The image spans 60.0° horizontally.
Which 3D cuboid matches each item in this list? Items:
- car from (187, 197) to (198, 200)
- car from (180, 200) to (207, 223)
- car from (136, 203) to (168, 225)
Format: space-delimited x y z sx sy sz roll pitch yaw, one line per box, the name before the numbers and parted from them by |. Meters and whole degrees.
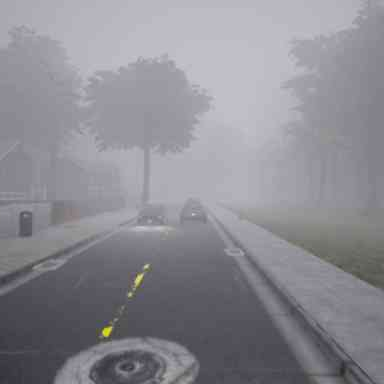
car | 0.113 1.461 42.883 1.837 1.490 4.892 0 0 0
car | 0.109 1.544 25.436 1.994 1.385 4.181 0 0 0
car | -2.751 1.529 24.373 2.033 1.411 5.357 0 0 0
